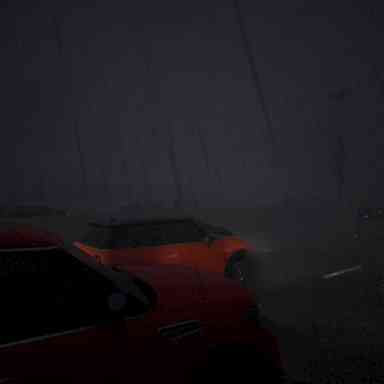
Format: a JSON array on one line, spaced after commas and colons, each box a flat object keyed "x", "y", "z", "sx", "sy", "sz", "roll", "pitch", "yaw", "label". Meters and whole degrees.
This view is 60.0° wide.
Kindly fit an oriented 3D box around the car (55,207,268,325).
[{"x": -0.556, "y": 1.352, "z": 7.820, "sx": 4.553, "sy": 1.767, "sz": 2.097, "roll": 0, "pitch": 0, "yaw": -37, "label": "car"}]

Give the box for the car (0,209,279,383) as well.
[{"x": -1.792, "y": 1.229, "z": 2.534, "sx": 5.566, "sy": 2.045, "sz": 2.150, "roll": 0, "pitch": 0, "yaw": -36, "label": "car"}]

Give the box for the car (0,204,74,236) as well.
[{"x": -9.510, "y": 1.524, "z": 18.816, "sx": 4.902, "sy": 1.511, "sz": 2.128, "roll": 0, "pitch": 0, "yaw": -37, "label": "car"}]

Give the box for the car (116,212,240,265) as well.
[{"x": -0.433, "y": 1.561, "z": 12.308, "sx": 4.181, "sy": 1.385, "sz": 1.994, "roll": 0, "pitch": 0, "yaw": -38, "label": "car"}]

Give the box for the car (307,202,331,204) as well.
[{"x": 15.384, "y": 1.396, "z": 40.931, "sx": 1.882, "sy": 1.535, "sz": 5.008, "roll": 0, "pitch": 0, "yaw": 44, "label": "car"}]

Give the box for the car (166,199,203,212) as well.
[{"x": -0.867, "y": 1.552, "z": 39.545, "sx": 4.181, "sy": 1.385, "sz": 1.994, "roll": 0, "pitch": 0, "yaw": -42, "label": "car"}]

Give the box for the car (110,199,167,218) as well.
[{"x": -4.943, "y": 1.499, "z": 31.363, "sx": 4.902, "sy": 1.511, "sz": 2.128, "roll": 0, "pitch": 0, "yaw": -40, "label": "car"}]

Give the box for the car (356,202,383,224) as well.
[{"x": 13.473, "y": 1.459, "z": 24.060, "sx": 4.674, "sy": 1.442, "sz": 1.812, "roll": 0, "pitch": 0, "yaw": -43, "label": "car"}]
